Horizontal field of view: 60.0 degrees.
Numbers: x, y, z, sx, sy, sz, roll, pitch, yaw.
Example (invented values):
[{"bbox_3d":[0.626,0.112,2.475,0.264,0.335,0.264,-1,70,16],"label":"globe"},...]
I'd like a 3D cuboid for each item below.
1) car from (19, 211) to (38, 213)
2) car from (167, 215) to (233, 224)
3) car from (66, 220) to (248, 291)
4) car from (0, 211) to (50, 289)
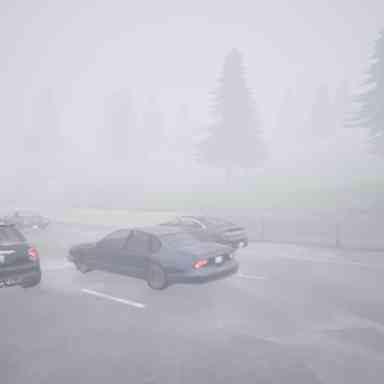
[{"bbox_3d":[-11.533,1.948,22.558,4.718,1.301,1.895,-1,-1,43],"label":"car"},{"bbox_3d":[-0.217,1.640,12.937,4.902,1.511,2.128,-1,-1,39],"label":"car"},{"bbox_3d":[-1.349,1.665,9.363,5.357,1.411,2.033,-1,-1,38],"label":"car"},{"bbox_3d":[-5.827,1.495,8.486,4.553,1.767,2.097,-1,-1,39],"label":"car"}]
